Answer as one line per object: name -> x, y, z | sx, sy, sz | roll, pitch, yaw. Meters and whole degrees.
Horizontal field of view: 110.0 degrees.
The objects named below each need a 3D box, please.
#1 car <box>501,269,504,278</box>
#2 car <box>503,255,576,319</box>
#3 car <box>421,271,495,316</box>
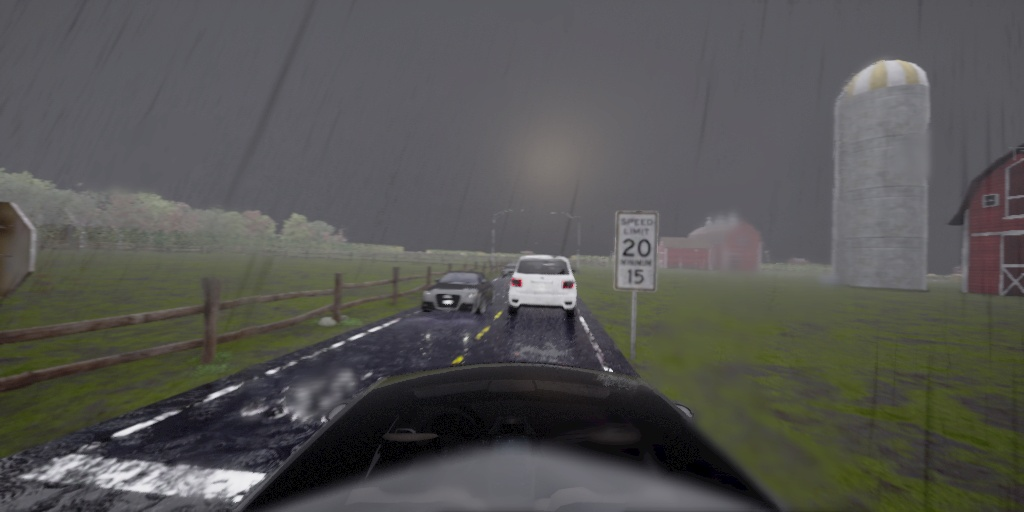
car -> 0.254, 1.312, 32.359 | 1.994, 1.385, 4.181 | 2, 0, 6
car -> 1.189, 1.006, 13.426 | 2.150, 2.045, 5.566 | 2, 0, 6
car -> -1.801, 1.254, 13.154 | 1.994, 1.385, 4.181 | 2, 0, 6
